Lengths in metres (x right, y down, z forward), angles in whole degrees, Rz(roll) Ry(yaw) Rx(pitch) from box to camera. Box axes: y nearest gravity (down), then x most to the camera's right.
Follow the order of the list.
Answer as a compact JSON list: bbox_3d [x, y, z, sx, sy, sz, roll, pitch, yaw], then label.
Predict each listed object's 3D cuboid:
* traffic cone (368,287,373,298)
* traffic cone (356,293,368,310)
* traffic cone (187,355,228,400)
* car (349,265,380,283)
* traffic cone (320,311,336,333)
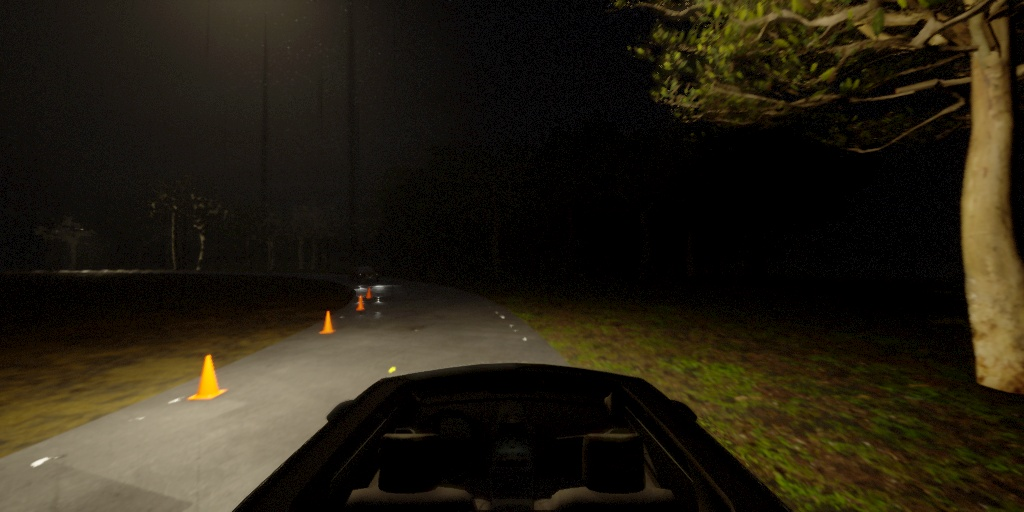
[{"bbox_3d":[-7.682,1.966,19.294,0.340,0.580,0.340,0,0,-20],"label":"traffic cone"},{"bbox_3d":[-6.221,1.902,14.743,0.340,0.580,0.340,0,0,-15],"label":"traffic cone"},{"bbox_3d":[-4.530,1.780,5.345,0.340,0.580,0.340,0,0,-5],"label":"traffic cone"},{"bbox_3d":[-13.487,1.577,32.575,1.812,1.442,4.674,0,-1,-36],"label":"car"},{"bbox_3d":[-5.167,1.840,10.081,0.340,0.580,0.340,0,0,-10],"label":"traffic cone"}]
